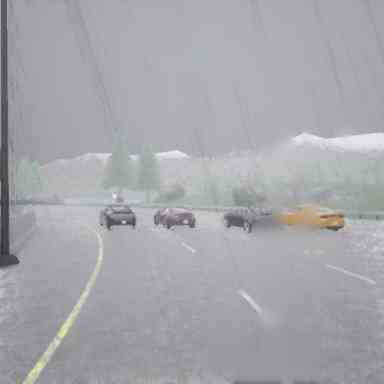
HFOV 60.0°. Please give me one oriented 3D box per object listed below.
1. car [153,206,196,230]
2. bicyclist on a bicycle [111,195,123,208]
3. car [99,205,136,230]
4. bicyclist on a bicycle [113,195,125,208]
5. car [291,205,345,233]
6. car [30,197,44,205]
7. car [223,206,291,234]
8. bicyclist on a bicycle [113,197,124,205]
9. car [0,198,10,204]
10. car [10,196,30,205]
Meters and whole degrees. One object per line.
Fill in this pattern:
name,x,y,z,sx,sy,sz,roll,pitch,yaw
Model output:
car,-1.236,1.637,22.270,1.812,1.442,4.674,0,0,-22
bicyclist on a bicycle,-12.905,1.664,57.447,0.582,1.620,1.656,0,-23,39
car,-5.065,1.623,22.370,2.128,1.511,4.902,0,0,-23
bicyclist on a bicycle,-12.506,1.660,57.122,0.582,1.620,1.656,-1,-24,37
car,7.069,1.543,20.497,1.882,1.535,5.008,0,0,-17
car,-30.869,1.789,65.057,4.902,1.511,2.128,0,0,38
car,3.474,1.572,20.184,2.128,1.511,4.902,0,0,-18
bicyclist on a bicycle,-12.067,1.659,56.753,0.582,1.620,1.656,1,-21,39
car,-35.200,1.800,59.558,4.902,1.511,2.128,0,0,38
car,-33.011,1.617,62.290,4.553,1.767,2.097,0,0,38
